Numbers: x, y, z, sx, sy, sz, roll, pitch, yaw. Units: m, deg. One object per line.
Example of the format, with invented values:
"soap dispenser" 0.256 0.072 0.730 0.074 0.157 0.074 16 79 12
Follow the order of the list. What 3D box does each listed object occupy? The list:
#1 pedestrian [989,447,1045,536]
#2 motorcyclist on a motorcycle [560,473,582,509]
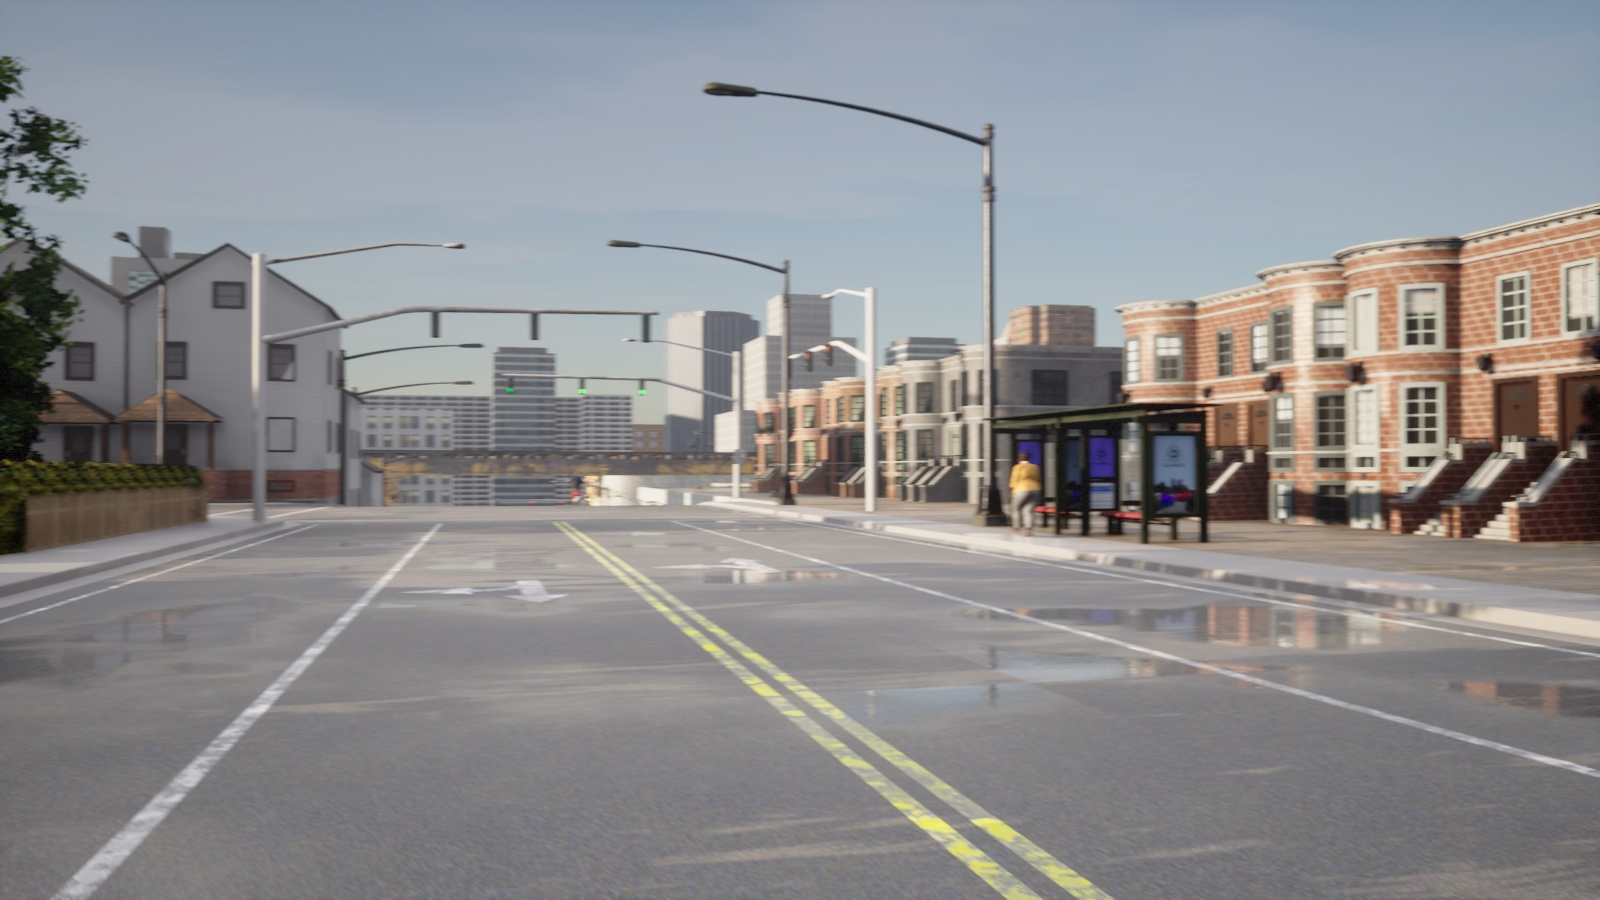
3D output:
"pedestrian" 4.616 0.871 26.765 0.874 1.855 0.900 0 -1 -15
"motorcyclist on a motorcycle" -10.460 1.858 57.335 0.866 1.590 1.817 0 -2 -14
